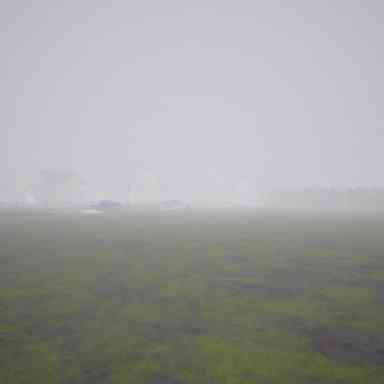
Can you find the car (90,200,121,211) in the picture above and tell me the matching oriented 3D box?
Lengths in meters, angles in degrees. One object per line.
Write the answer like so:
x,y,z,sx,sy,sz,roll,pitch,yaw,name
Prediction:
-12.890,1.939,50.032,1.882,1.535,5.008,1,0,35,car
